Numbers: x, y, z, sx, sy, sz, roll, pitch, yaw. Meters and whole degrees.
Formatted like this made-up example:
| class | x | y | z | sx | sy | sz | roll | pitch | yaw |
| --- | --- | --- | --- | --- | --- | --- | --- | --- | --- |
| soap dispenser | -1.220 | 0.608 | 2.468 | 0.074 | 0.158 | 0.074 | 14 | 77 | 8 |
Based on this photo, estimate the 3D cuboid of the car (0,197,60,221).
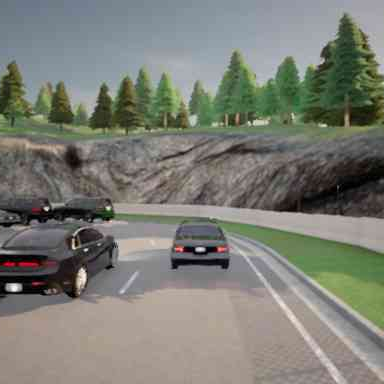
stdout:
| class | x | y | z | sx | sy | sz | roll | pitch | yaw |
| --- | --- | --- | --- | --- | --- | --- | --- | --- | --- |
| car | -13.462 | 1.435 | 25.557 | 5.566 | 2.045 | 2.150 | 0 | -1 | 15 |

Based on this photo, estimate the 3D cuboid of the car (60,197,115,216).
| class | x | y | z | sx | sy | sz | roll | pitch | yaw |
| --- | --- | --- | --- | --- | --- | --- | --- | --- | --- |
| car | -8.986 | 1.463 | 27.528 | 5.566 | 2.045 | 2.150 | 0 | -1 | 28 |

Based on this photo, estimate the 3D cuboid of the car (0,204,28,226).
| class | x | y | z | sx | sy | sz | roll | pitch | yaw |
| --- | --- | --- | --- | --- | --- | --- | --- | --- | --- |
| car | -14.032 | 1.727 | 22.121 | 5.357 | 1.411 | 2.033 | 0 | -1 | 18 |

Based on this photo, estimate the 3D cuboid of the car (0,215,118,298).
| class | x | y | z | sx | sy | sz | roll | pitch | yaw |
| --- | --- | --- | --- | --- | --- | --- | --- | --- | --- |
| car | -3.304 | 1.580 | 8.692 | 1.837 | 1.490 | 4.892 | 0 | -1 | 1 |

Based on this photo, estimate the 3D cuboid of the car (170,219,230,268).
| class | x | y | z | sx | sy | sz | roll | pitch | yaw |
| --- | --- | --- | --- | --- | --- | --- | --- | --- | --- |
| car | 0.236 | 1.660 | 11.681 | 2.033 | 1.411 | 5.357 | 0 | -1 | 0 |
